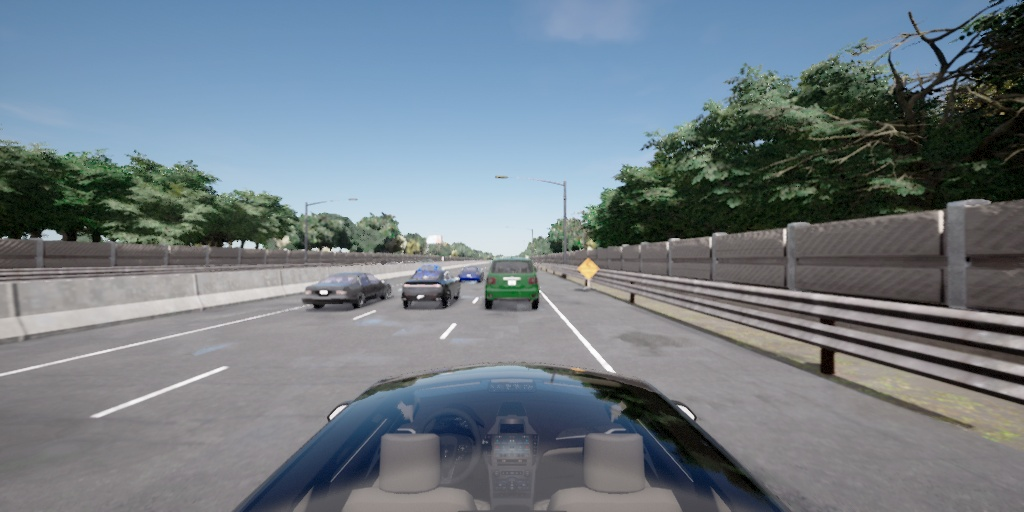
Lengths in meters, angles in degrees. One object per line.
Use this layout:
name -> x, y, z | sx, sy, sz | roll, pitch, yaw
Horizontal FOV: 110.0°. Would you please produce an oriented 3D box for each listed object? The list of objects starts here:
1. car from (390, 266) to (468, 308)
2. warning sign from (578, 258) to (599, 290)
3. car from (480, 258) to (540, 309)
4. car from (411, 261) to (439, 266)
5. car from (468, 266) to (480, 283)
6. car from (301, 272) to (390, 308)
car -> -3.499, 1.374, 16.138 | 2.128, 1.511, 4.902 | 0, 0, 0
warning sign -> 4.545, 1.043, 21.243 | 1.300, 1.860, 1.060 | 0, 0, 0
car -> -0.002, 1.096, 15.852 | 2.150, 2.045, 5.566 | 0, 0, 0
car -> -7.002, 1.492, 31.315 | 1.882, 1.535, 5.008 | 0, 0, 0
car -> -3.503, 1.577, 31.166 | 1.994, 1.385, 4.181 | 0, 0, 0
car -> -7.001, 1.426, 15.843 | 2.033, 1.411, 5.357 | 0, 0, 0
